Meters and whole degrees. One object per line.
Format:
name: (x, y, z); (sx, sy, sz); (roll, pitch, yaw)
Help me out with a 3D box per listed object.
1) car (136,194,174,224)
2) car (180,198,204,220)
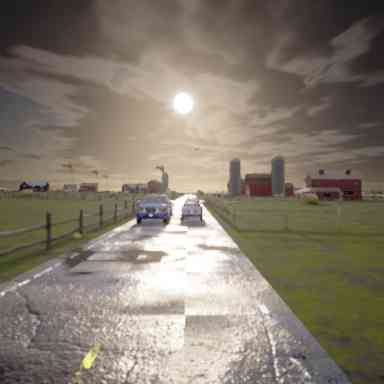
car: (-2.750, 1.189, 24.927); (2.150, 2.045, 5.566); (0, 0, 0)
car: (0.008, 1.524, 27.657); (2.033, 1.411, 5.357); (0, 0, 0)
